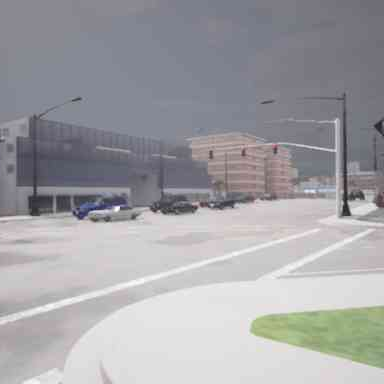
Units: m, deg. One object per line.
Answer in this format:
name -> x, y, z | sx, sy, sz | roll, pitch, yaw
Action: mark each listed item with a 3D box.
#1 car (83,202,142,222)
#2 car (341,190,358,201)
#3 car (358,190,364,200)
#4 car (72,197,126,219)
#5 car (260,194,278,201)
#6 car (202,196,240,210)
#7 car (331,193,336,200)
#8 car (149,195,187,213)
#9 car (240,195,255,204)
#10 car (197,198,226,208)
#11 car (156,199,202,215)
car -> -6.603, 1.825, 28.665 | 1.895, 1.301, 4.718 | -1, 0, 35
car -> 27.336, 0.828, 58.432 | 1.837, 1.490, 4.892 | -1, 0, 35
car -> 33.029, 0.571, 66.724 | 2.150, 2.045, 5.566 | -1, -1, 35
car -> -8.641, 1.485, 31.867 | 2.150, 2.045, 5.566 | -1, 0, 35
car -> 15.207, 1.050, 65.716 | 2.033, 1.411, 5.357 | -1, 0, 36
car -> 3.928, 1.489, 43.683 | 2.128, 1.511, 4.902 | -1, 1, 35
car -> 30.122, 0.913, 68.667 | 1.812, 1.442, 4.674 | -1, -1, 35
car -> -2.697, 1.387, 40.339 | 2.150, 2.045, 5.566 | -1, 0, 36
car -> 9.034, 1.217, 57.034 | 2.033, 1.411, 5.357 | -1, 1, 35
car -> 2.911, 1.562, 48.327 | 1.895, 1.301, 4.718 | -1, 1, 35
car -> -1.342, 1.764, 36.167 | 1.895, 1.301, 4.718 | -1, 0, 35
